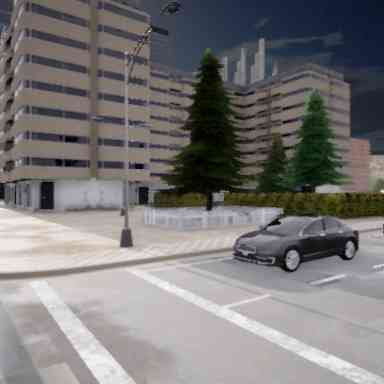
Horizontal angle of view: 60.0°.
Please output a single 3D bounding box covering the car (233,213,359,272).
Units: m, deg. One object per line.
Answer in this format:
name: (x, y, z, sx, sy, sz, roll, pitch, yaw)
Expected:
car: (3.507, 1.494, 10.812, 4.892, 1.490, 1.837, 0, 0, -35)
